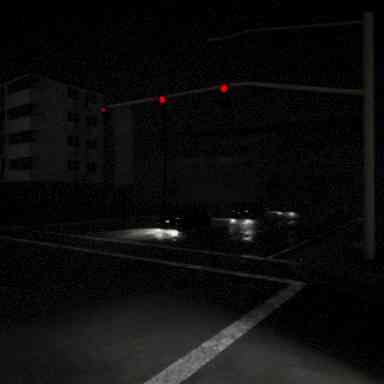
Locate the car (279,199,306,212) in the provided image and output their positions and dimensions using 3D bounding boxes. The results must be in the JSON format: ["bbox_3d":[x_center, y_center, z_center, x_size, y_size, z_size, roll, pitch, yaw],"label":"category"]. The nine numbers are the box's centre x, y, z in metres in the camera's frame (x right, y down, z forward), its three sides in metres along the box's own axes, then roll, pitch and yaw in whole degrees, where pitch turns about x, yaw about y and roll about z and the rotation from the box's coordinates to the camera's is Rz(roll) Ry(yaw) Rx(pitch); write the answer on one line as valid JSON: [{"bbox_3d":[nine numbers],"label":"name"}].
[{"bbox_3d":[12.324,1.643,40.659,1.812,1.442,4.674,0,0,42],"label":"car"}]

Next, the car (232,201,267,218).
[{"bbox_3d":[5.473,1.623,31.337,1.837,1.490,4.892,0,0,35],"label":"car"}]

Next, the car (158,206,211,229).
[{"bbox_3d":[-0.437,1.681,22.766,1.994,1.385,4.181,0,0,35],"label":"car"}]
